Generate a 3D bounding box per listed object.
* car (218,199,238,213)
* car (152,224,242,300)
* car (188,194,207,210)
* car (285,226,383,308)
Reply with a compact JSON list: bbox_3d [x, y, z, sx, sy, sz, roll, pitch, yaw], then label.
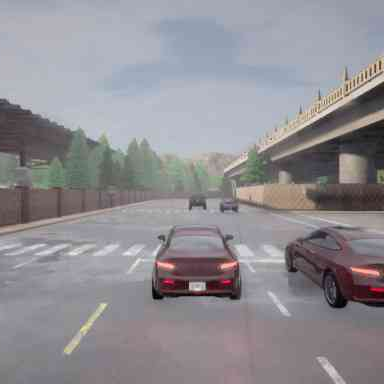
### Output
[{"bbox_3d":[4.115,1.489,37.703,2.128,1.511,4.902,0,0,1],"label":"car"},{"bbox_3d":[0.094,1.525,8.273,1.812,1.442,4.674,0,0,0],"label":"car"},{"bbox_3d":[0.727,1.219,43.378,2.150,2.045,5.566,0,0,1],"label":"car"},{"bbox_3d":[3.595,1.525,7.773,1.812,1.442,4.674,0,0,0],"label":"car"}]
